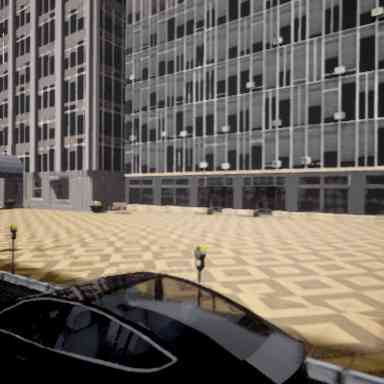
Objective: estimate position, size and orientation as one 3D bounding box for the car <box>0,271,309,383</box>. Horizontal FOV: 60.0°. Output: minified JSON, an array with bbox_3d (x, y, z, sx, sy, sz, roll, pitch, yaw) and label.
[{"bbox_3d":[-0.977,1.566,3.562,4.313,1.339,1.947,0,1,36],"label":"car"}]
